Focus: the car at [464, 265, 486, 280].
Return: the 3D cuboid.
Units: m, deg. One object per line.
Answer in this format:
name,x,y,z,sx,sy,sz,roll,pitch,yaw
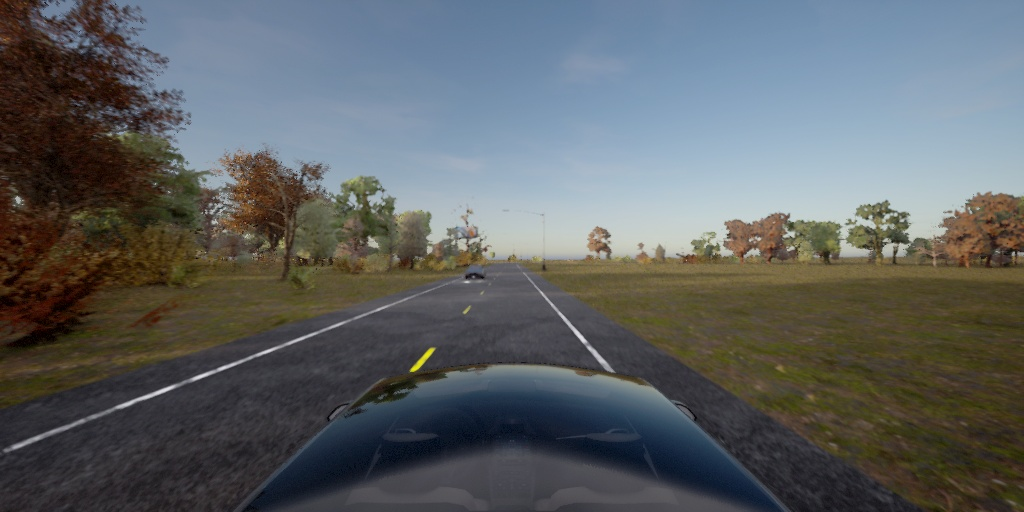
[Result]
car,-3.602,1.614,36.211,2.033,1.411,5.357,0,-1,0
